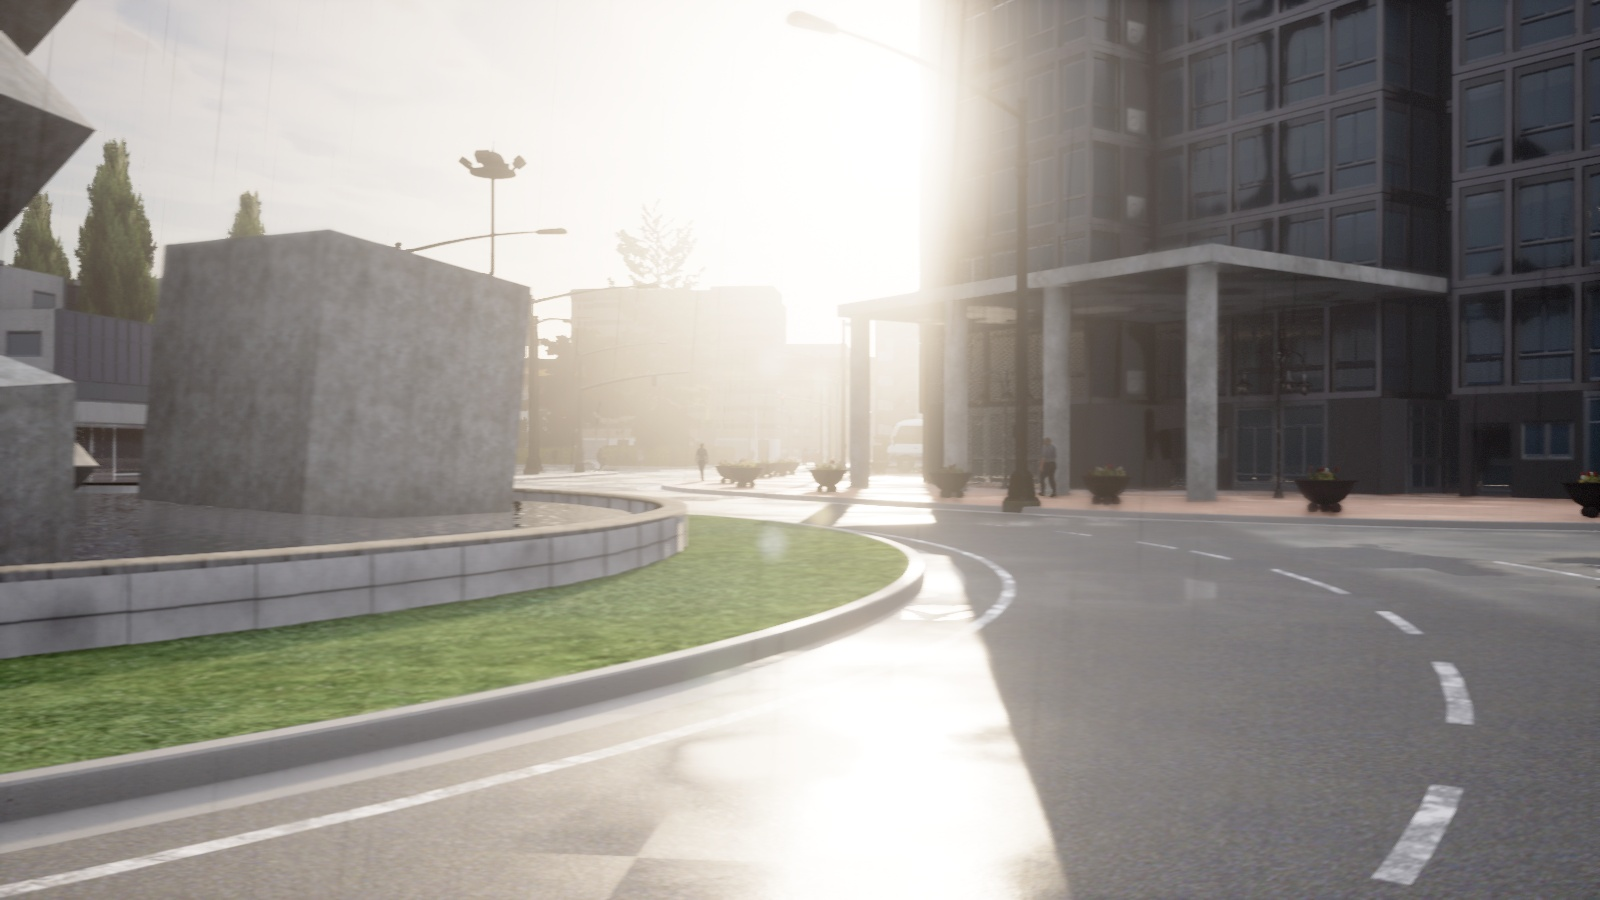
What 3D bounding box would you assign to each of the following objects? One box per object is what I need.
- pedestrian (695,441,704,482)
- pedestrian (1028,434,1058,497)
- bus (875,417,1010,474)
[{"bbox_3d":[-4.500,0.509,56.232,0.328,1.805,0.869,0,0,3],"label":"pedestrian"},{"bbox_3d":[7.253,0.459,37.507,0.540,1.848,0.694,0,0,-28],"label":"pedestrian"},{"bbox_3d":[11.150,-0.347,98.784,10.273,4.253,3.944,1,0,5],"label":"bus"}]
